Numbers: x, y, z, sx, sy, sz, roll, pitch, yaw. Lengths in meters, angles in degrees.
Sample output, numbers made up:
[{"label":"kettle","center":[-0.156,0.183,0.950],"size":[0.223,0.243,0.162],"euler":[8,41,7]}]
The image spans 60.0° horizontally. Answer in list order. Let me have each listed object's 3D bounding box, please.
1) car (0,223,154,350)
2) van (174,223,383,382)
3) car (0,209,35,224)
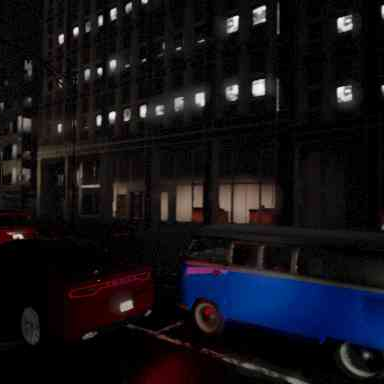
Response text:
[{"label":"car","center":[-2.982,1.609,6.560],"size":[5.008,1.535,1.882],"euler":[-1,-1,37]},{"label":"van","center":[1.566,1.464,5.389],"size":[3.998,1.788,1.690],"euler":[-1,-1,37]},{"label":"car","center":[-7.542,1.547,12.190],"size":[5.009,1.841,2.192],"euler":[-1,-1,37]}]
